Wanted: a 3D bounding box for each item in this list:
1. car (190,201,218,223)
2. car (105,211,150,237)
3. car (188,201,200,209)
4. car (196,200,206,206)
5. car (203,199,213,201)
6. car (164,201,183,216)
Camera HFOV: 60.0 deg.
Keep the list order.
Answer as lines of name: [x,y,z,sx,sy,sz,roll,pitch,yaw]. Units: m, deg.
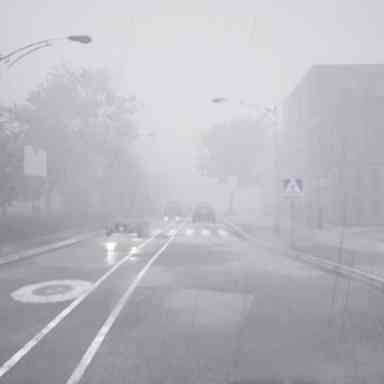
car: [1.148,1.973,31.783,2.097,1.767,4.553,0,-2,2]
car: [-3.716,1.833,19.800,1.994,1.385,4.181,0,-2,2]
car: [0.564,3.276,83.011,2.097,1.535,5.008,1,1,11]
car: [2.620,3.160,93.343,2.002,1.452,4.674,-1,1,14]
car: [1.753,2.415,51.236,2.150,2.045,5.566,0,-2,1]
car: [-2.590,2.296,47.017,2.150,2.045,5.566,0,-2,4]
